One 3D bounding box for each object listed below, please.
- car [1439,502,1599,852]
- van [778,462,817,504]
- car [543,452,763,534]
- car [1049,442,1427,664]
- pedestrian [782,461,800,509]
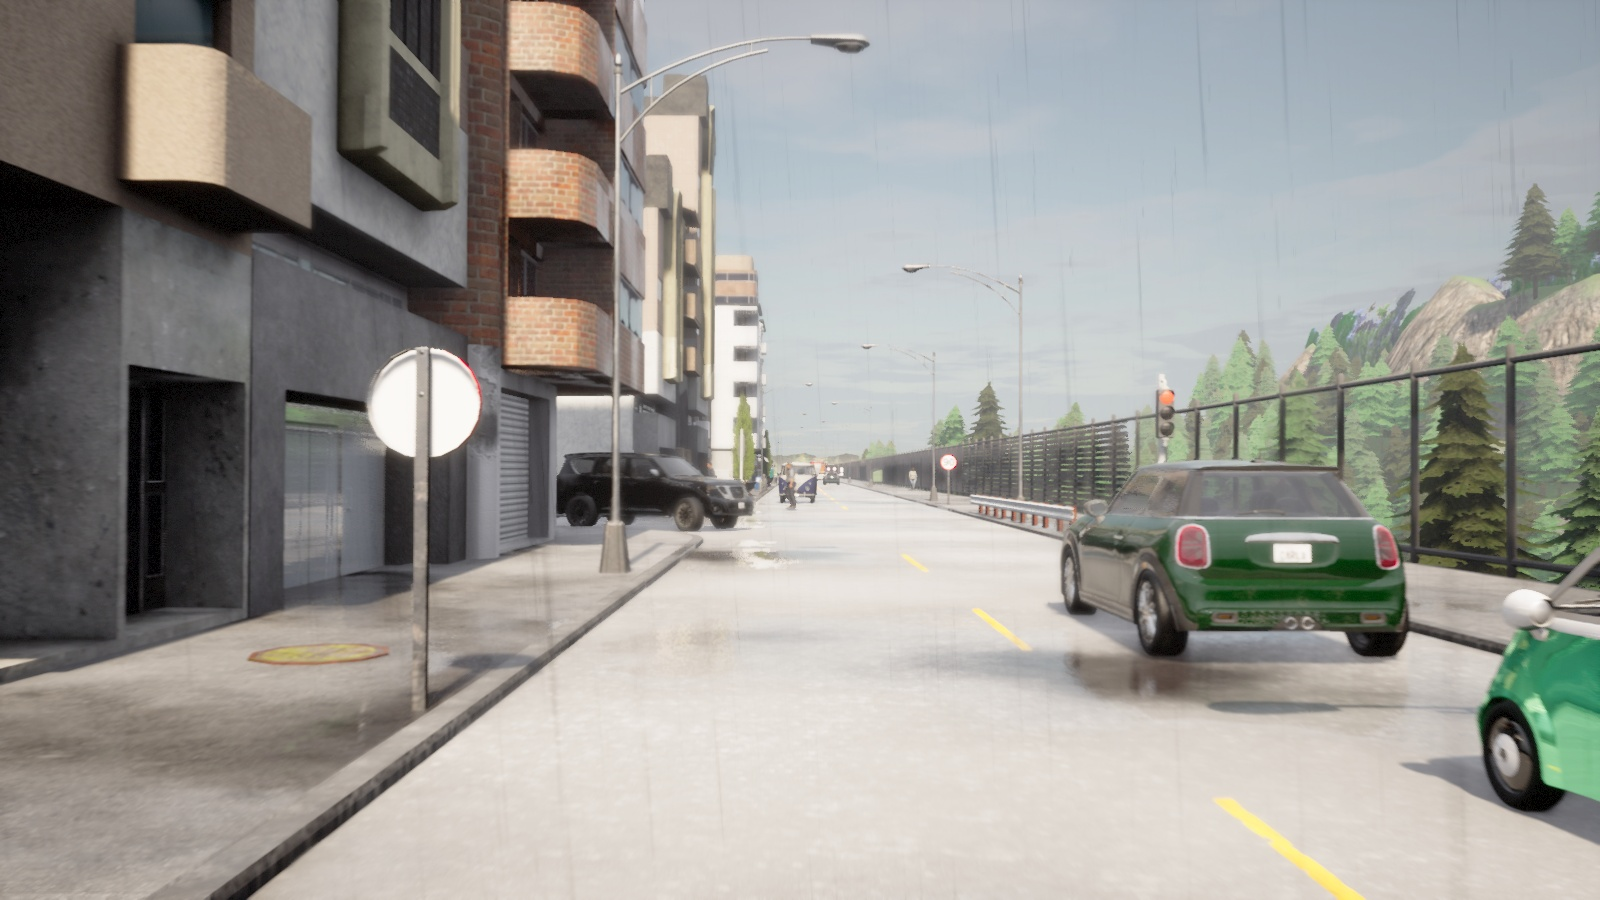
[{"bbox_3d":[3.985,0.942,5.259,1.481,1.376,2.207,0,-1,0],"label":"car"},{"bbox_3d":[-0.081,1.606,62.035,1.775,1.987,4.442,0,-1,2],"label":"van"},{"bbox_3d":[-3.940,1.110,33.516,5.566,2.045,2.150,-1,-1,26],"label":"car"},{"bbox_3d":[3.966,0.864,12.354,2.097,1.767,4.553,0,-1,0],"label":"car"},{"bbox_3d":[-0.356,1.367,48.938,0.694,1.848,0.540,0,-1,1],"label":"pedestrian"}]
